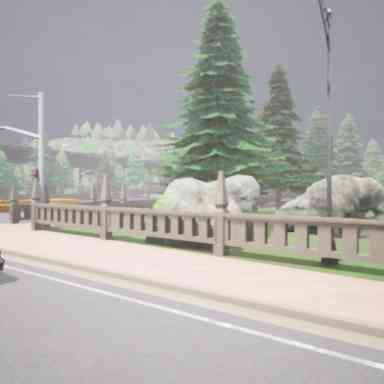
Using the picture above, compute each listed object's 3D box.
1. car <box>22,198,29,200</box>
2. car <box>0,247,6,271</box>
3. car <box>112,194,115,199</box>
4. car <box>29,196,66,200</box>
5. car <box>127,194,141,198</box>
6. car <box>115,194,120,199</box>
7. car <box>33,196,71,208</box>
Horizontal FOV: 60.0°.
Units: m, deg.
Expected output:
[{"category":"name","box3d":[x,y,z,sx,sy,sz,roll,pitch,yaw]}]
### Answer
[{"category":"car","box3d":[-24.021,1.297,51.126,2.097,1.767,4.553,0,0,36]},{"category":"car","box3d":[-7.135,1.535,9.038,5.357,1.411,2.033,0,0,36]},{"category":"car","box3d":[-15.003,1.210,63.683,2.128,1.511,4.902,0,2,36]},{"category":"car","box3d":[-19.147,1.444,45.930,2.128,1.511,4.902,0,0,36]},{"category":"car","box3d":[-9.775,1.357,59.017,1.895,1.301,4.718,0,2,36]},{"category":"car","box3d":[-11.506,1.149,62.588,1.882,1.535,5.008,0,4,36]},{"category":"car","box3d":[-20.812,1.426,49.602,1.882,1.535,5.008,0,0,36]}]
